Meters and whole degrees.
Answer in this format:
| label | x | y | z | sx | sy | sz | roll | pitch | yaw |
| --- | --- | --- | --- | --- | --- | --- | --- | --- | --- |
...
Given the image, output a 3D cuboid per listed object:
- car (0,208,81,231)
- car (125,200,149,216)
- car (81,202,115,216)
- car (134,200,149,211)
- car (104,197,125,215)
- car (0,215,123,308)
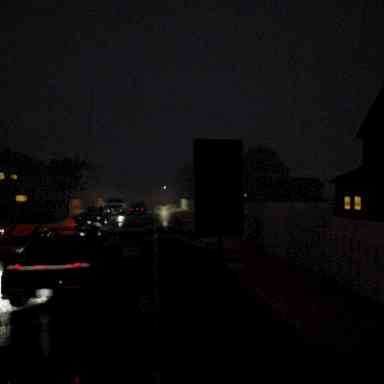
| label | x | y | z | sx | sy | sz | roll | pitch | yaw |
| --- | --- | --- | --- | --- | --- | --- | --- | --- | --- |
| car | -6.364 | 1.517 | 13.993 | 2.097 | 1.767 | 4.553 | -1 | 0 | -6 |
| car | -6.181 | 1.923 | 38.400 | 2.033 | 1.411 | 5.357 | -1 | -1 | -6 |
| car | -7.808 | 1.840 | 26.944 | 2.033 | 1.411 | 5.357 | -1 | -1 | -6 |
| car | -7.392 | 1.956 | 48.851 | 1.882 | 1.535 | 5.008 | -1 | 0 | -6 |
| car | -9.198 | 1.637 | 39.922 | 2.150 | 2.045 | 5.566 | -1 | 0 | -6 |
| car | -2.847 | 1.570 | 8.209 | 2.128 | 1.511 | 4.902 | -1 | 0 | -6 |
